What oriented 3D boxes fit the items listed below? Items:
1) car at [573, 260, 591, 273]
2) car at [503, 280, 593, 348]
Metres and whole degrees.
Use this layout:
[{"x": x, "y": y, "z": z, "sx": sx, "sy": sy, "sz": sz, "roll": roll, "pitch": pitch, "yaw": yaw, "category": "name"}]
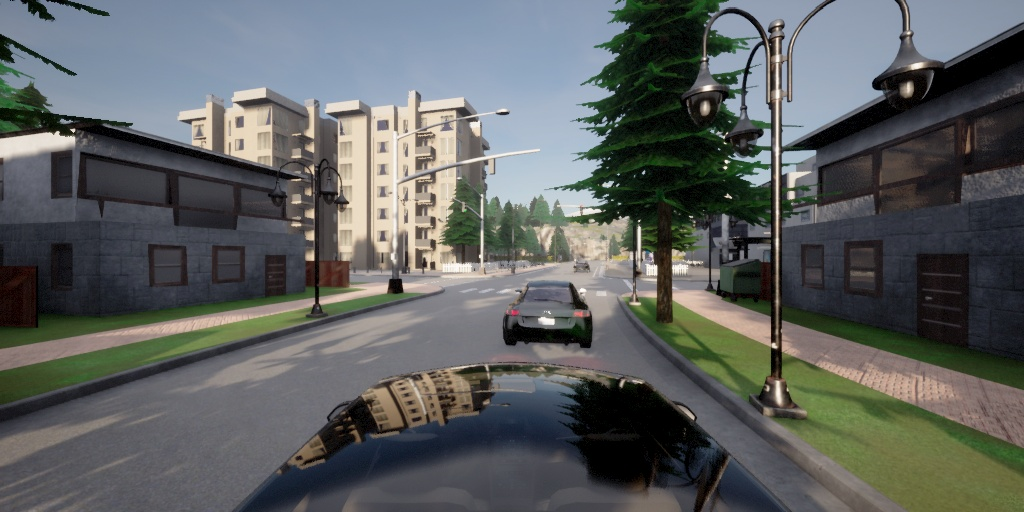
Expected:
[{"x": 8.746, "y": 1.276, "z": 44.880, "sx": 2.128, "sy": 1.511, "sz": 4.902, "roll": 0, "pitch": 0, "yaw": 14, "category": "car"}, {"x": 0.997, "y": 1.314, "z": 9.335, "sx": 1.994, "sy": 1.385, "sz": 4.181, "roll": 0, "pitch": 0, "yaw": 8, "category": "car"}]
